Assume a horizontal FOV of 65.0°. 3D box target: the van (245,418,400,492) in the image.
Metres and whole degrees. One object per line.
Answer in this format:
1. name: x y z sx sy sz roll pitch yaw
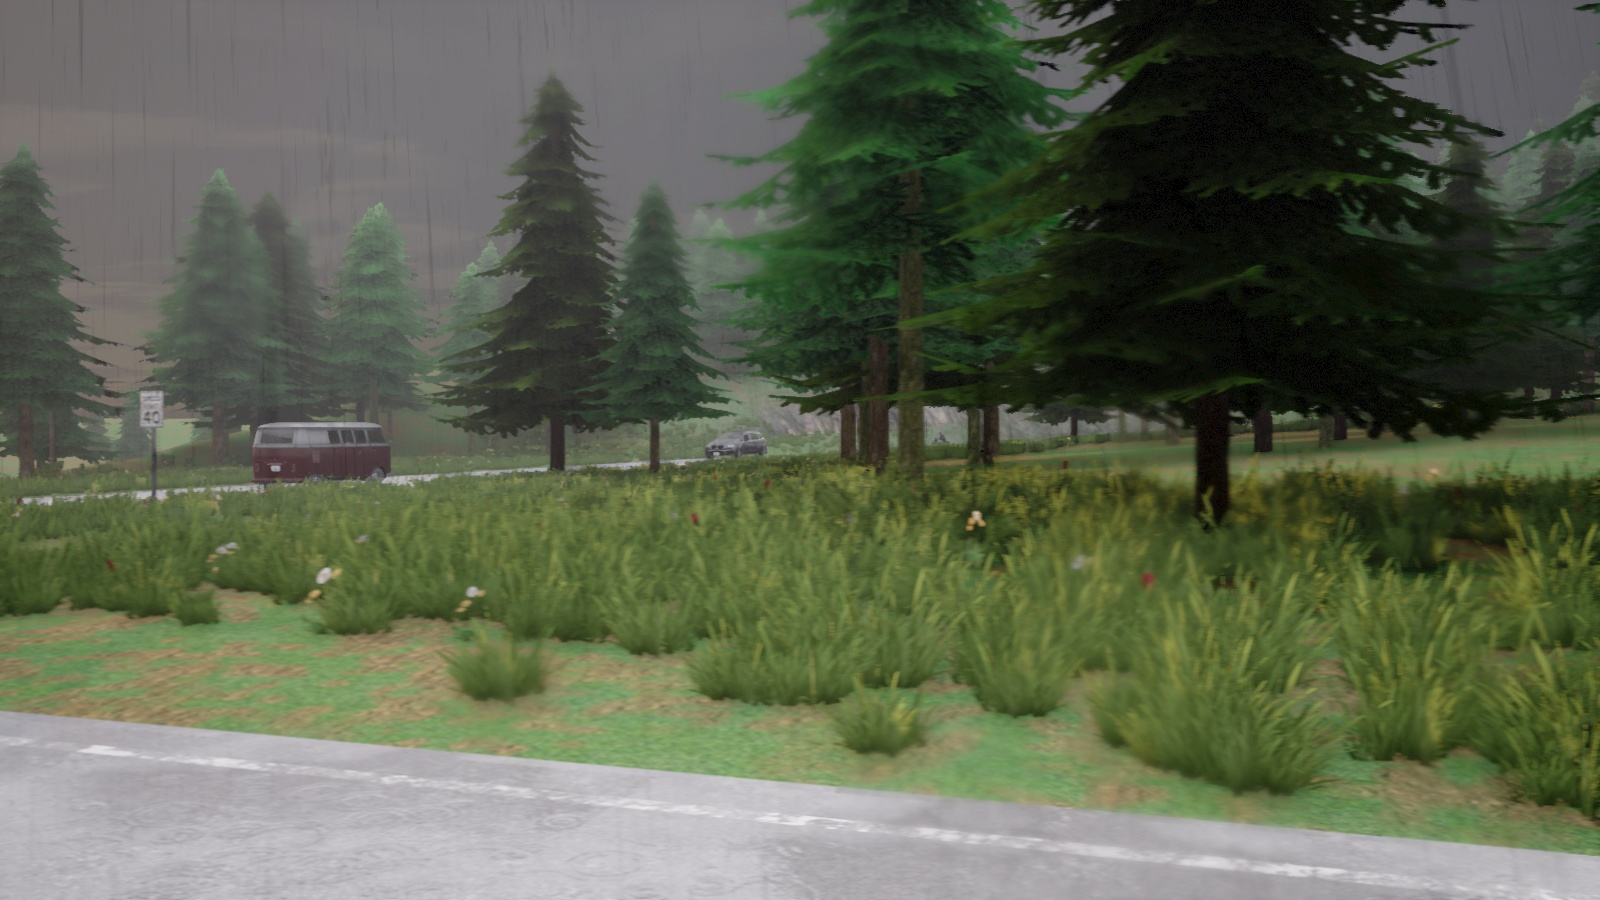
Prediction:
1. van: -13.580 0.091 36.018 1.775 1.987 4.442 1 1 18

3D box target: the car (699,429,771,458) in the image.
1. car: -3.851 -0.411 75.425 2.242 1.667 4.611 1 1 28
